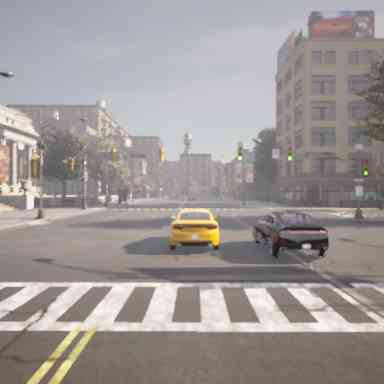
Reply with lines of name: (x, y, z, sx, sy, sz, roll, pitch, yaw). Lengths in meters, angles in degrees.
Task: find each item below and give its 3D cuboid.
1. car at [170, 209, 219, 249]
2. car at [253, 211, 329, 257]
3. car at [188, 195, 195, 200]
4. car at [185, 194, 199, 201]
car: (0.103, 1.475, 14.536, 1.882, 1.535, 5.008, 0, 0, 0)
car: (3.602, 1.489, 12.872, 2.128, 1.511, 4.902, 0, 0, 0)
car: (0.020, 1.542, 93.021, 1.895, 1.301, 4.718, 0, 0, 1)
car: (0.018, 1.534, 82.969, 1.994, 1.385, 4.181, 0, 0, 0)
